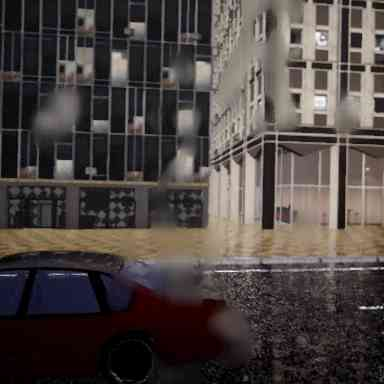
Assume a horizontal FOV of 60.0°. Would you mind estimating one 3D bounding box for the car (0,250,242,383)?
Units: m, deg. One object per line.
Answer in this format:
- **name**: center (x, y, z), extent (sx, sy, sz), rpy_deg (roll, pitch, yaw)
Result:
- **car**: center (-2.091, 1.554, 4.496), extent (5.357, 1.411, 2.033), rpy_deg (0, 0, -6)
